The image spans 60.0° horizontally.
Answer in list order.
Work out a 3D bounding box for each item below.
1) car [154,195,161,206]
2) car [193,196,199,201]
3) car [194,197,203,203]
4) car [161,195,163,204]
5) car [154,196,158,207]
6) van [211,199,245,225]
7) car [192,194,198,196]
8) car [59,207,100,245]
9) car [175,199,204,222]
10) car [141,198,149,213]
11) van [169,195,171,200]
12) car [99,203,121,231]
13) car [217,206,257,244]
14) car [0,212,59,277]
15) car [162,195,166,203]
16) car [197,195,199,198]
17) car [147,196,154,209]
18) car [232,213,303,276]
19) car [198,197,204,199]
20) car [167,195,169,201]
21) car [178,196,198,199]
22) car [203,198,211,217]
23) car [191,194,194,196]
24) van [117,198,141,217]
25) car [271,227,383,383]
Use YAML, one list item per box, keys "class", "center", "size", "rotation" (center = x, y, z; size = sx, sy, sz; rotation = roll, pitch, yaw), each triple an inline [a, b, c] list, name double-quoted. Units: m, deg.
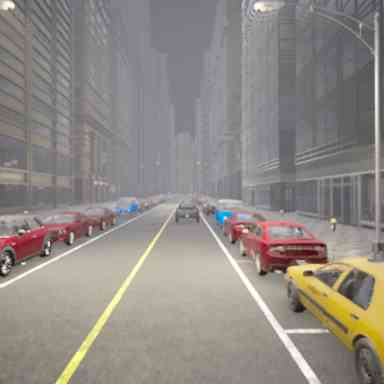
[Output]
- class: "car"
  center: [-6.722, 1.605, 54.961]
  size: [1.967, 1.590, 4.097]
  rotation: [0, 0, -1]
- class: "car"
  center: [1.100, 1.838, 94.332]
  size: [1.802, 1.307, 4.206]
  rotation: [0, 0, -1]
- class: "car"
  center: [1.400, 1.768, 77.529]
  size: [1.947, 1.339, 4.313]
  rotation: [0, 0, -1]
- class: "car"
  center: [-6.822, 1.746, 60.561]
  size: [1.947, 1.339, 4.313]
  rotation: [0, 0, -1]
- class: "car"
  center: [-6.622, 1.716, 49.360]
  size: [1.947, 1.339, 4.313]
  rotation: [0, 0, -1]
- class: "van"
  center: [2.403, 1.390, 21.517]
  size: [1.690, 1.788, 3.998]
  rotation: [0, 0, -1]
- class: "car"
  center: [1.501, 1.752, 71.928]
  size: [1.947, 1.339, 4.313]
  rotation: [0, 0, -1]
- class: "car"
  center: [-6.020, 1.605, 15.754]
  size: [1.887, 1.381, 4.507]
  rotation: [0, 0, -1]
- class: "car"
  center: [-0.365, 1.562, 26.828]
  size: [2.128, 1.511, 4.902]
  rotation: [0, 0, -1]
- class: "car"
  center: [-6.421, 1.702, 38.158]
  size: [1.802, 1.307, 4.206]
  rotation: [0, 0, -1]
- class: "van"
  center: [-7.323, 1.604, 88.566]
  size: [1.690, 1.788, 3.998]
  rotation: [0, 0, -1]
- class: "car"
  center: [-6.121, 1.619, 21.356]
  size: [1.887, 1.381, 4.507]
  rotation: [0, 0, -1]
- class: "car"
  center: [2.503, 1.579, 15.916]
  size: [1.887, 1.381, 4.507]
  rotation: [0, 0, -1]
- class: "car"
  center: [-5.920, 1.485, 10.154]
  size: [1.967, 1.590, 4.097]
  rotation: [0, 0, -1]
- class: "car"
  center: [-6.922, 1.511, 66.163]
  size: [2.192, 1.841, 5.009]
  rotation: [0, 0, -1]
- class: "car"
  center: [1.802, 1.684, 55.124]
  size: [1.887, 1.381, 4.507]
  rotation: [0, 0, -1]
- class: "car"
  center: [-6.521, 1.575, 43.759]
  size: [1.967, 1.590, 4.097]
  rotation: [0, 0, -1]
- class: "car"
  center: [2.603, 1.564, 10.315]
  size: [1.887, 1.381, 4.507]
  rotation: [0, 0, -1]
- class: "car"
  center: [2.103, 1.534, 38.321]
  size: [1.967, 1.590, 4.097]
  rotation: [0, 0, -1]
- class: "car"
  center: [-7.123, 1.543, 77.365]
  size: [2.192, 1.841, 5.009]
  rotation: [0, 0, -1]
- class: "car"
  center: [-0.645, 1.606, 42.810]
  size: [2.128, 1.511, 4.902]
  rotation: [0, 0, -1]
- class: "car"
  center: [2.203, 1.624, 32.720]
  size: [1.887, 1.381, 4.507]
  rotation: [0, 0, -1]
- class: "car"
  center: [1.300, 1.770, 83.130]
  size: [2.008, 1.369, 4.403]
  rotation: [0, 0, -1]
- class: "van"
  center: [-6.321, 1.446, 32.558]
  size: [1.690, 1.788, 3.998]
  rotation: [0, 0, -1]
- class: "car"
  center: [2.701, 1.530, 4.883]
  size: [1.752, 1.417, 4.829]
  rotation: [0, 0, -1]
